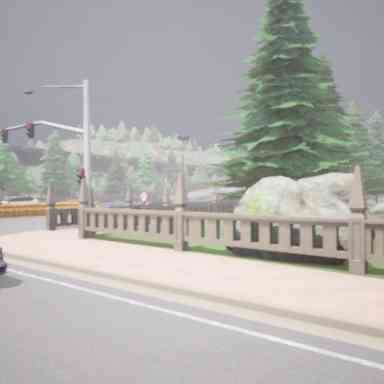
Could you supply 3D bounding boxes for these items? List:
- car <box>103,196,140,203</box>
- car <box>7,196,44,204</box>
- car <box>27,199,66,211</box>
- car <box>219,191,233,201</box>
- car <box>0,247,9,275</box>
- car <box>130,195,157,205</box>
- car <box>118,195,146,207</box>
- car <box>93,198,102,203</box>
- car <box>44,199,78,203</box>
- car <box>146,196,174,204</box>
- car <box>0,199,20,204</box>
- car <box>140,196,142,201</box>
[{"bbox_3d":[-10.678,1.638,50.629,2.097,1.767,4.553,-1,0,36],"label":"car"},{"bbox_3d":[-21.839,1.556,41.115,2.150,2.045,5.566,-1,0,36],"label":"car"},{"bbox_3d":[-21.054,1.867,48.181,1.837,1.490,4.892,-1,0,36],"label":"car"},{"bbox_3d":[6.218,0.898,55.891,2.150,2.045,5.566,-1,4,36],"label":"car"},{"bbox_3d":[-7.071,1.636,9.055,5.357,1.411,2.033,-1,0,36],"label":"car"},{"bbox_3d":[-9.343,1.491,64.440,2.033,1.411,5.357,-1,3,36],"label":"car"},{"bbox_3d":[-10.256,1.550,57.221,2.097,1.767,4.553,-1,1,36],"label":"car"},{"bbox_3d":[-16.165,1.685,48.987,2.097,1.767,4.553,-1,0,35],"label":"car"},{"bbox_3d":[-16.030,1.783,43.185,1.882,1.535,5.008,-1,0,36],"label":"car"},{"bbox_3d":[-3.906,1.722,47.732,1.837,1.490,4.892,-1,1,36],"label":"car"},{"bbox_3d":[-21.591,1.798,35.479,2.128,1.511,4.902,-1,0,36],"label":"car"},{"bbox_3d":[-6.297,1.595,56.724,2.128,1.511,4.902,-1,2,36],"label":"car"}]
